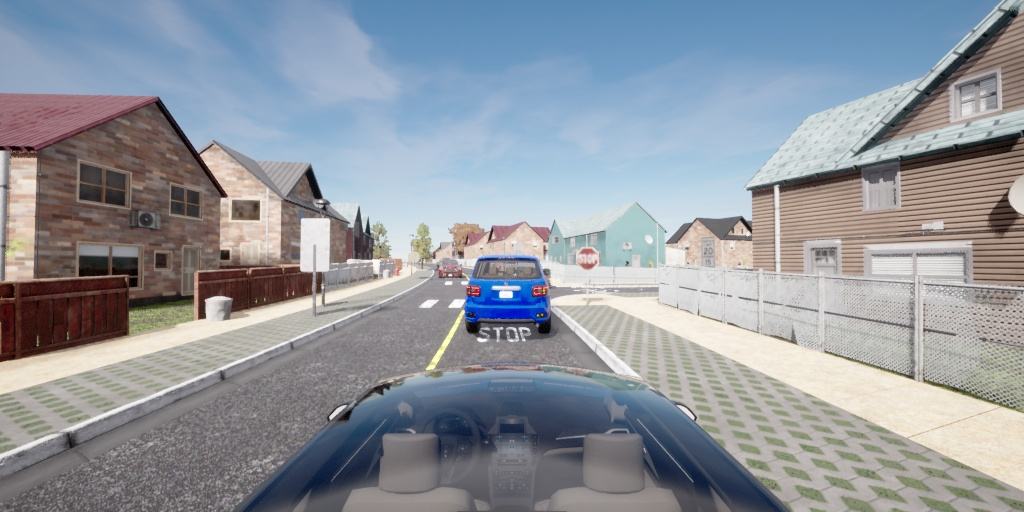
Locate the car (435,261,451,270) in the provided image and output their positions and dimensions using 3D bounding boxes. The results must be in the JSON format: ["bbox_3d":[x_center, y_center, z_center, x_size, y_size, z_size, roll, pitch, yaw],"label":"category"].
[{"bbox_3d":[-10.460,1.396,54.304,1.895,1.301,4.718,0,0,-16],"label":"car"}]

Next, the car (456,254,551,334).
[{"bbox_3d":[-0.019,0.975,10.851,2.150,2.045,5.566,0,0,3],"label":"car"}]

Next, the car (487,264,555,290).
[{"bbox_3d":[0.608,1.387,25.000,4.181,1.385,1.994,4,2,27],"label":"car"}]

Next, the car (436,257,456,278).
[{"bbox_3d":[-5.844,1.115,33.919,2.097,1.767,4.553,0,0,-10],"label":"car"}]
